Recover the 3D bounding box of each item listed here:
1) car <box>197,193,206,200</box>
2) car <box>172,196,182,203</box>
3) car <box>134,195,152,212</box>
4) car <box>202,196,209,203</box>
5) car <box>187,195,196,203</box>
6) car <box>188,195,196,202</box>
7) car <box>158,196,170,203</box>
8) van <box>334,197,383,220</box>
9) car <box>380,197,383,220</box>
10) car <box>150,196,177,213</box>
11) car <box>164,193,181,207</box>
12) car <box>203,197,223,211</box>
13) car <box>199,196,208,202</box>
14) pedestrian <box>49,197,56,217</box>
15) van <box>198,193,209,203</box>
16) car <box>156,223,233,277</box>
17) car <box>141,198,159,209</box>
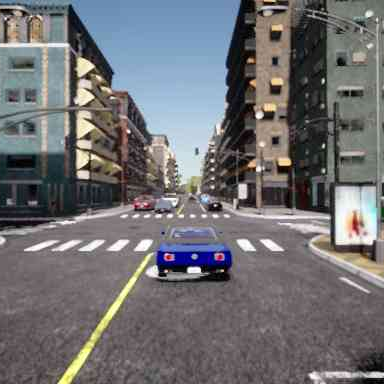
[{"bbox_3d":[2.692,1.333,95.612,2.192,1.841,5.009,1,0,0],"label":"car"},{"bbox_3d":[-3.009,1.514,68.223,1.837,1.490,4.892,0,0,0],"label":"car"},{"bbox_3d":[-5.681,1.320,39.940,2.192,1.841,5.009,1,0,0],"label":"car"},{"bbox_3d":[2.695,1.588,45.472,1.802,1.307,4.206,1,0,0],"label":"car"},{"bbox_3d":[-0.009,1.522,68.944,2.128,1.511,4.902,0,0,0],"label":"car"},{"bbox_3d":[-0.011,1.538,79.326,1.812,1.442,4.674,0,0,0],"label":"car"},{"bbox_3d":[-5.688,1.577,67.796,1.947,1.339,4.313,1,0,0],"label":"car"},{"bbox_3d":[13.760,1.286,26.723,3.998,1.788,1.690,0,0,0],"label":"van"},{"bbox_3d":[13.331,1.263,24.142,4.553,1.767,2.097,0,-1,0],"label":"car"},{"bbox_3d":[-3.107,1.552,37.871,2.033,1.411,5.357,0,0,0],"label":"car"},{"bbox_3d":[-3.085,1.228,47.872,2.150,2.045,5.566,0,0,0],"label":"car"},{"bbox_3d":[2.695,1.571,39.901,1.947,1.339,4.313,1,0,0],"label":"car"},{"bbox_3d":[2.691,1.558,78.899,1.887,1.381,4.507,1,0,0],"label":"car"},{"bbox_3d":[-12.533,1.336,29.864,0.375,1.860,0.375,0,0,0],"label":"pedestrian"},{"bbox_3d":[2.695,1.352,67.758,1.690,1.788,3.998,1,0,0],"label":"van"},{"bbox_3d":[-0.016,1.602,10.262,1.895,1.301,4.718,0,0,-2],"label":"car"},{"bbox_3d":[-5.685,1.551,45.511,1.887,1.381,4.507,1,0,0],"label":"car"}]
